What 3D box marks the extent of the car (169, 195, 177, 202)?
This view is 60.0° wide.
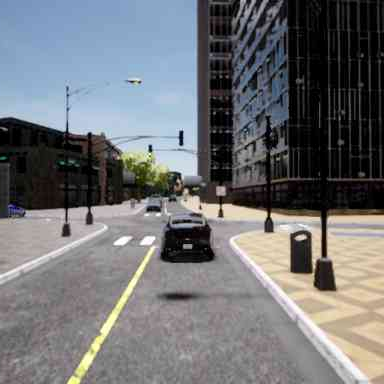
[{"bbox_3d":[-4.670,1.618,82.156,2.097,1.767,4.553,0,0,-1],"label":"car"}]

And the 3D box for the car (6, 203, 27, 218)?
[{"bbox_3d":[-17.964,1.665,31.506,4.674,1.442,1.812,0,-1,18],"label":"car"}]

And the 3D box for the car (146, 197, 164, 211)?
[{"bbox_3d":[-4.828,1.684,42.465,2.033,1.411,5.357,0,0,-5],"label":"car"}]

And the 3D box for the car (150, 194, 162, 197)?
[{"bbox_3d":[-5.696,1.391,52.608,2.150,2.045,5.566,0,0,-5],"label":"car"}]

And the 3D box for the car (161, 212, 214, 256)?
[{"bbox_3d":[-0.192,1.548,13.303,1.837,1.490,4.892,0,0,-1],"label":"car"}]
